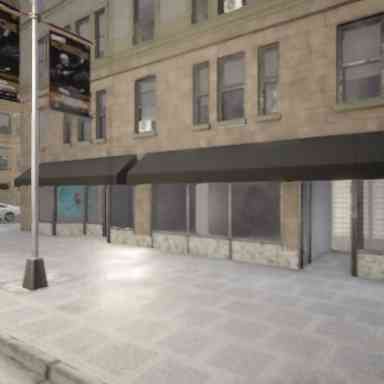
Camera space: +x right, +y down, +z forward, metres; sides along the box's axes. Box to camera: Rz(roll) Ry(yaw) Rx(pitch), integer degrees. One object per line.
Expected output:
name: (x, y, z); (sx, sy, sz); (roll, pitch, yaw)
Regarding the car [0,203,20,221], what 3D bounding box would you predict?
car: (-15.308, 1.505, 24.892); (1.812, 1.442, 4.674); (0, 0, 36)
